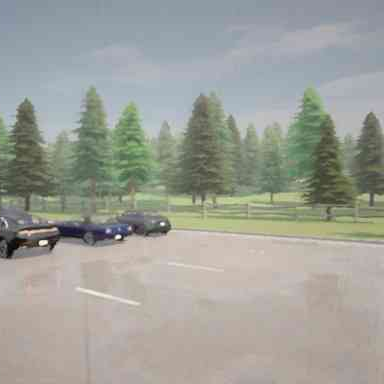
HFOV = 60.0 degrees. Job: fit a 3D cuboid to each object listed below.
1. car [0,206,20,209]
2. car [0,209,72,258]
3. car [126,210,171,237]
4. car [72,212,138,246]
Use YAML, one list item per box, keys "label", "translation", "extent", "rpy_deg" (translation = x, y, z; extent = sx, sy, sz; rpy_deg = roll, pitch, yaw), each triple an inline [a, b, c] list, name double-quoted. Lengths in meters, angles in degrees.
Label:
- label: "car"
  translation: [-15.545, 1.869, 27.863]
  extent: [4.181, 1.385, 1.994]
  rpy_deg: [-1, 0, 36]
- label: "car"
  translation: [-7.324, 1.638, 13.409]
  extent: [4.902, 1.511, 2.128]
  rpy_deg: [-1, 0, 36]
- label: "car"
  translation: [-3.213, 1.709, 19.078]
  extent: [4.181, 1.385, 1.994]
  rpy_deg: [-1, 0, 36]
- label: "car"
  translation: [-5.089, 1.743, 16.111]
  extent: [4.718, 1.301, 1.895]
  rpy_deg: [-1, 0, 36]
